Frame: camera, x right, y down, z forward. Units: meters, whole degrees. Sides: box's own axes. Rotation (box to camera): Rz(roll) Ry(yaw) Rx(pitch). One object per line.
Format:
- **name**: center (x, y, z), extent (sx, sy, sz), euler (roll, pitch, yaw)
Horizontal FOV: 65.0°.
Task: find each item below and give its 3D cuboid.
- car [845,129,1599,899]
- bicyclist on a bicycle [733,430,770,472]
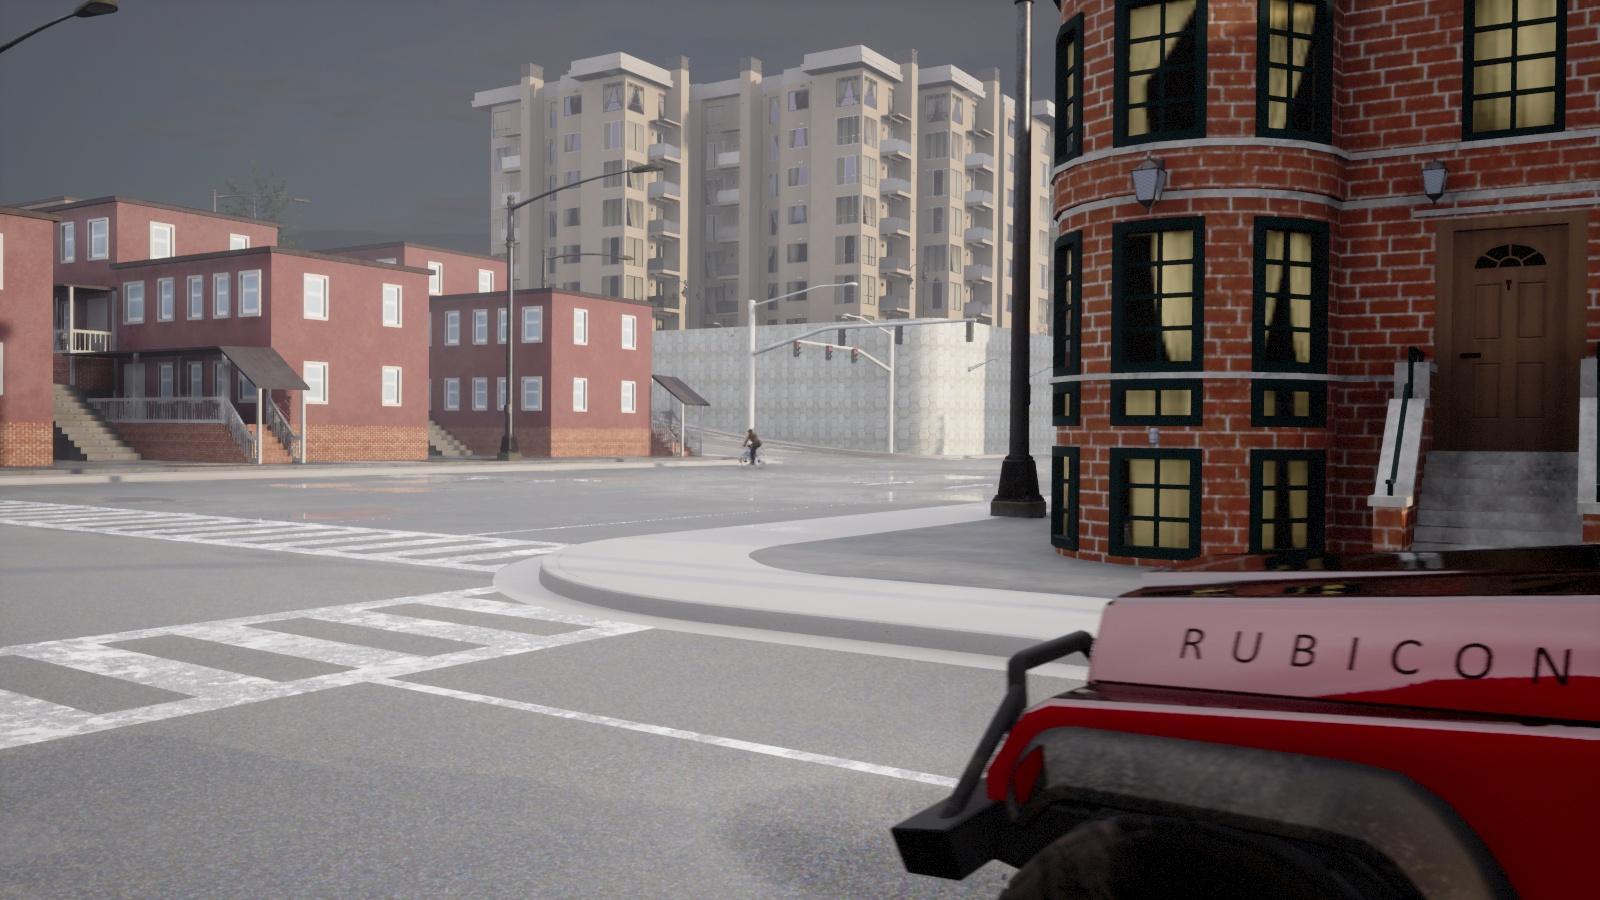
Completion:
- **car**: center (2.238, 0.476, 2.141), extent (3.866, 1.878, 1.905), euler (-1, 1, 33)
- **bicyclist on a bicycle**: center (-1.929, 0.017, 50.181), extent (0.582, 1.620, 1.656), euler (0, 1, 33)
